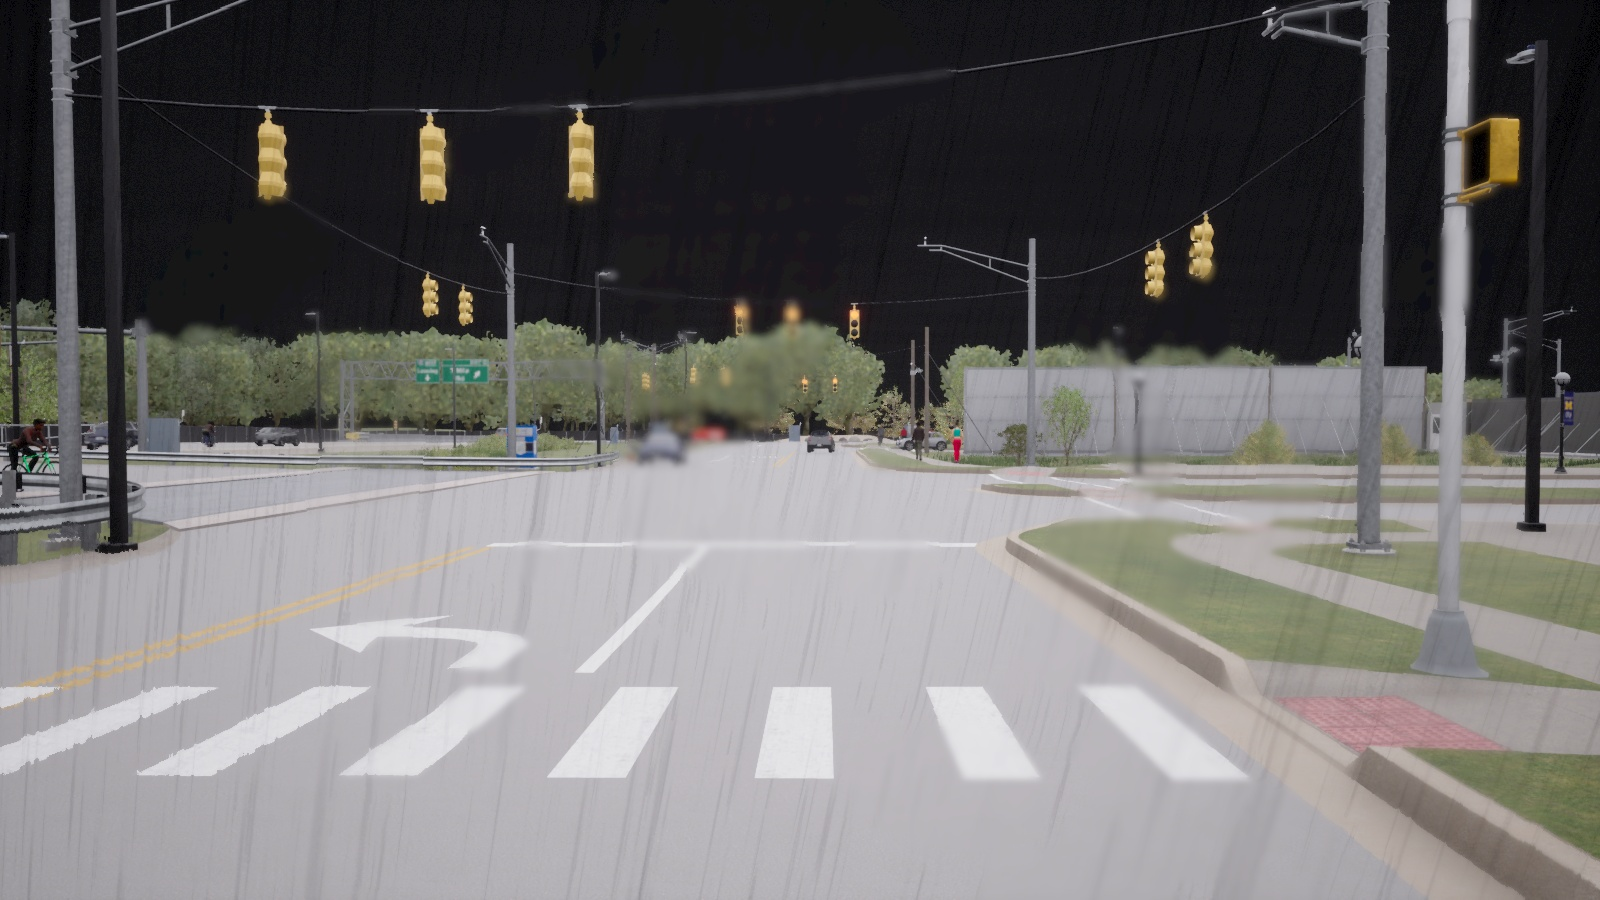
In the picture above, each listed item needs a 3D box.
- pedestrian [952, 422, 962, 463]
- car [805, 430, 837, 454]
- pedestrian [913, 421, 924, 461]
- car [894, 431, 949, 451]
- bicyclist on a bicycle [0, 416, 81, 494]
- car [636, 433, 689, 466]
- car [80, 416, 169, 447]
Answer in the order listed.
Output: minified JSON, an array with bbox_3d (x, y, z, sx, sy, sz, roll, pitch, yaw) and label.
[{"bbox_3d":[6.944,-0.338,55.572,0.345,1.836,0.594,0,2,0],"label":"pedestrian"},{"bbox_3d":[1.421,-0.556,83.866,1.845,1.501,3.633,0,1,5],"label":"car"},{"bbox_3d":[5.514,-0.441,58.458,0.431,1.840,0.703,0,2,-2],"label":"pedestrian"},{"bbox_3d":[9.384,-0.709,97.242,3.806,1.475,1.970,1,2,-9],"label":"car"},{"bbox_3d":[-16.784,0.111,27.556,1.656,1.620,0.582,-2,0,8],"label":"bicyclist on a bicycle"},{"bbox_3d":[-6.297,-0.042,57.913,1.812,1.442,4.674,0,1,1],"label":"car"},{"bbox_3d":[-37.187,-1.003,69.313,2.152,1.651,5.027,0,1,1],"label":"car"}]
